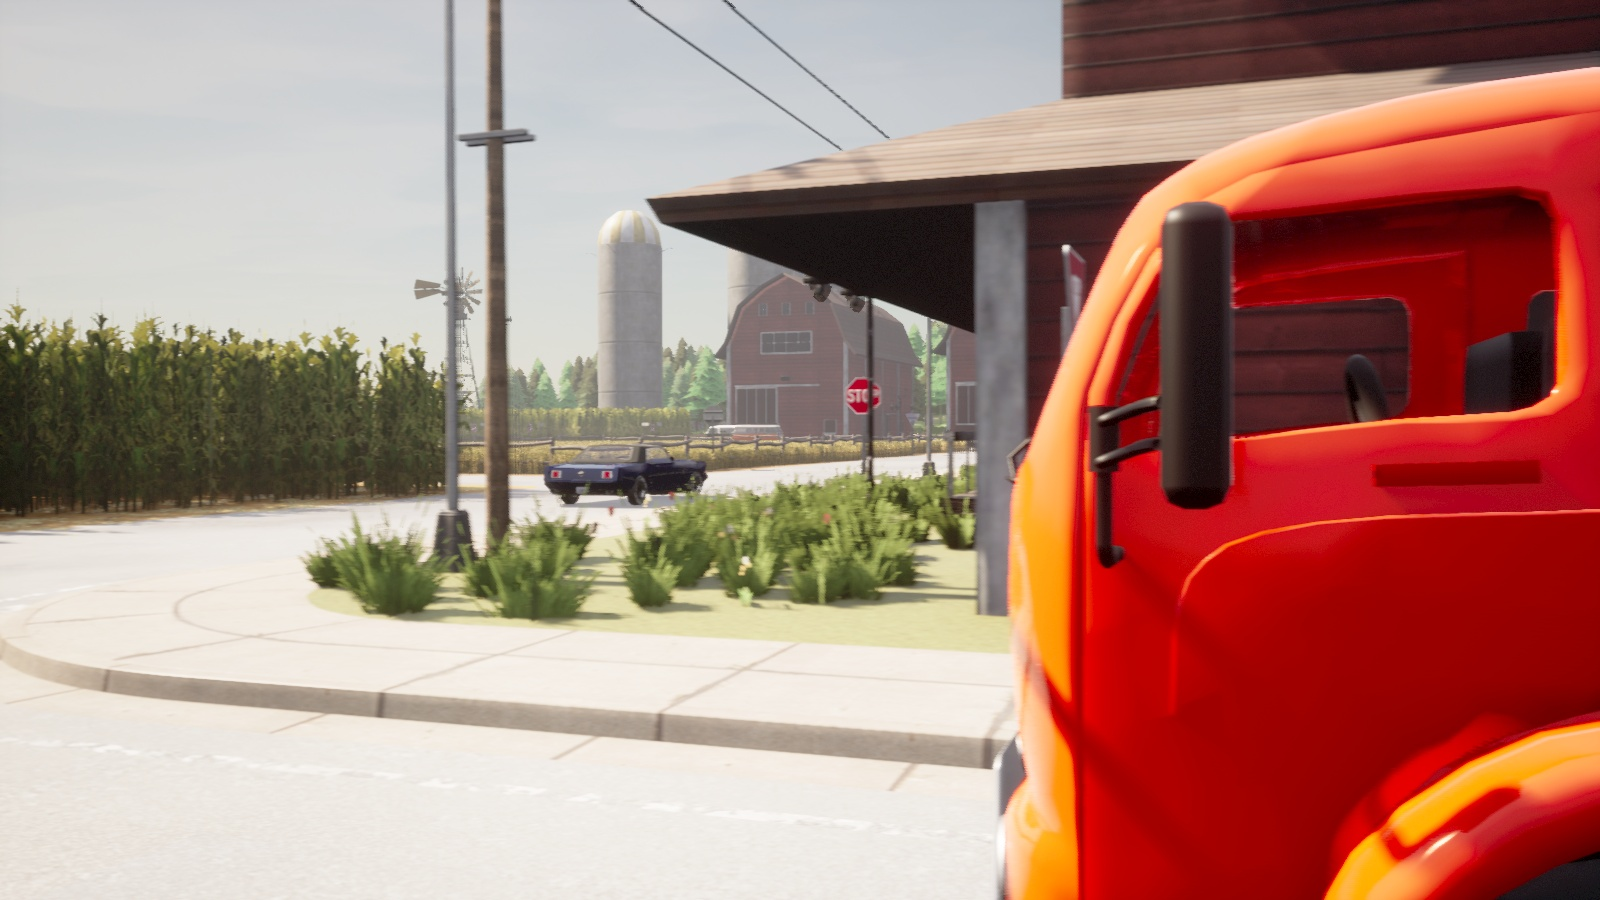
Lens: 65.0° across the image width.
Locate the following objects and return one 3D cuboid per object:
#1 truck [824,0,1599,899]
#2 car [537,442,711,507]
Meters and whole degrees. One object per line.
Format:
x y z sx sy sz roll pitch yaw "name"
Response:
2.922 0.315 2.187 5.204 2.467 2.627 0 1 19 "truck"
-3.827 0.485 28.281 1.895 1.301 4.718 1 1 20 "car"
